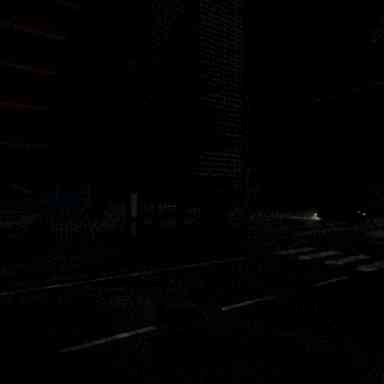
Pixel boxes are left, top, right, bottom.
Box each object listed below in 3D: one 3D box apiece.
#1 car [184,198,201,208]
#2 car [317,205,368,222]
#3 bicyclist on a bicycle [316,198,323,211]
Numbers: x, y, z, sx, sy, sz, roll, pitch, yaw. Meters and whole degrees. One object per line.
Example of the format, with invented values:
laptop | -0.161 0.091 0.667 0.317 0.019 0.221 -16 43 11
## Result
car | -0.567 1.768 54.575 2.128 1.511 4.902 0 0 -36
car | 13.195 1.814 29.326 1.994 1.385 4.181 1 0 -34
bicyclist on a bicycle | 16.610 1.627 43.256 1.656 1.620 0.582 0 0 -36
